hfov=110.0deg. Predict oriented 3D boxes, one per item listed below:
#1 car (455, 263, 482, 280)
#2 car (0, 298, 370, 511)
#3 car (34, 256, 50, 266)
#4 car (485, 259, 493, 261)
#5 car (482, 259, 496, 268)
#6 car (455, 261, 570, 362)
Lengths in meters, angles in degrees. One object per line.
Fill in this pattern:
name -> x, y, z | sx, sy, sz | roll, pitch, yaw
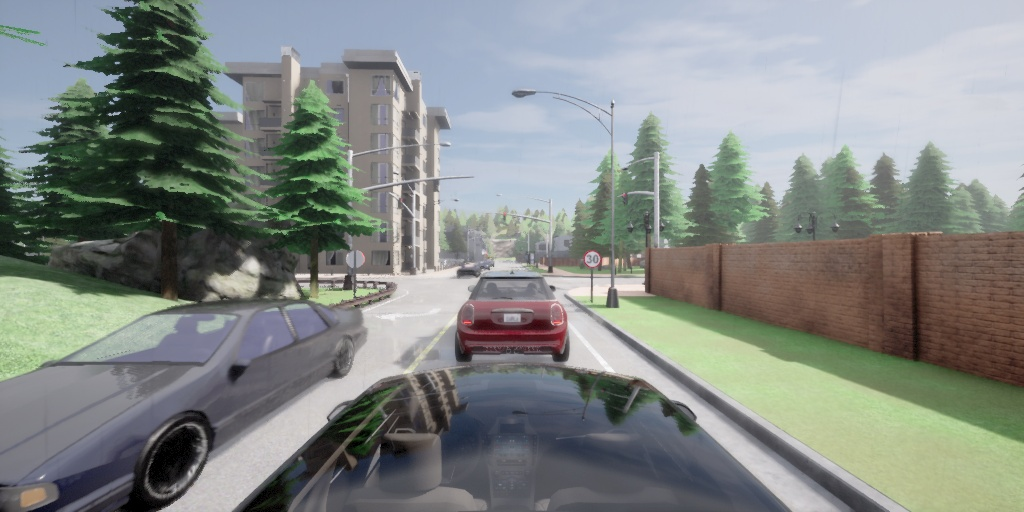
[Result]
car -> -3.869, 1.350, 32.522 | 1.895, 1.301, 4.718 | 0, 0, 0
car -> -3.622, 1.297, 4.568 | 2.033, 1.411, 5.357 | 0, 0, 0
car -> -30.933, 0.987, 24.692 | 5.566, 2.045, 2.150 | 0, 0, -1
car -> -4.013, 1.314, 49.416 | 1.994, 1.385, 4.181 | 0, 0, 0
car -> -4.106, 1.240, 63.955 | 2.128, 1.511, 4.902 | 0, 0, 0
car -> 0.004, 1.102, 8.384 | 2.097, 1.767, 4.553 | 0, 0, 0
